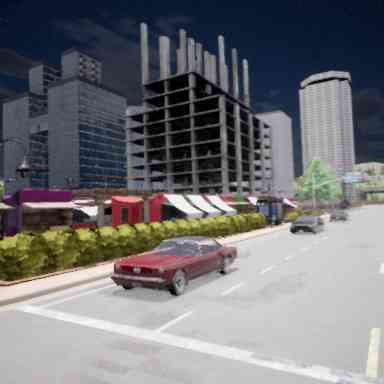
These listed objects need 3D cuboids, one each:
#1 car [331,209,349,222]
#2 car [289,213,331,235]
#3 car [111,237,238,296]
[{"bbox_3d":[18.610,2.959,41.859,1.837,1.490,4.892,-4,-3,31],"label":"car"},{"bbox_3d":[9.233,2.518,26.355,2.033,1.411,5.357,-4,-3,31],"label":"car"},{"bbox_3d":[-0.287,2.131,10.421,1.895,1.301,4.718,-4,-3,31],"label":"car"}]
